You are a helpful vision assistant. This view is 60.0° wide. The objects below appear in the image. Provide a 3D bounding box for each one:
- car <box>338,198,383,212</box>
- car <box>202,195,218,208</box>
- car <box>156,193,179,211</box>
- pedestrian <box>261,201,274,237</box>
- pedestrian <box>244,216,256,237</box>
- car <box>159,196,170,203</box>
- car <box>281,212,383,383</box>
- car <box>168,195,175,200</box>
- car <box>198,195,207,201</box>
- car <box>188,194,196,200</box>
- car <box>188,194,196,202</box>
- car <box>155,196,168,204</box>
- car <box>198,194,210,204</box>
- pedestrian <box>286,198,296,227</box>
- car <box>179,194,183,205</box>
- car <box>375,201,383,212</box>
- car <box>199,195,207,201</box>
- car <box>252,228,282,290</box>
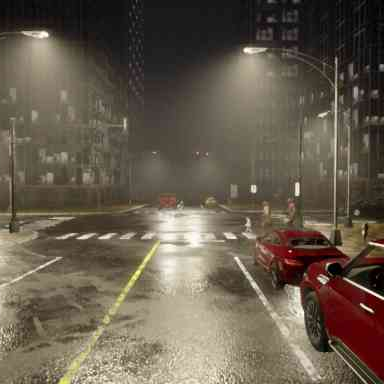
[{"bbox_3d":[15.651,1.356,29.844,4.892,1.490,1.837,0,1,-5],"label":"car"},{"bbox_3d":[2.808,1.495,48.331,1.752,1.417,4.829,-1,0,0],"label":"car"},{"bbox_3d":[-3.007,1.197,41.100,2.150,2.045,5.566,0,0,-2],"label":"car"},{"bbox_3d":[3.597,1.286,15.949,0.375,1.860,0.375,-1,1,0],"label":"pedestrian"},{"bbox_3d":[2.873,1.665,16.551,0.500,1.100,0.500,-1,1,0],"label":"pedestrian"},{"bbox_3d":[-5.667,1.509,69.636,1.947,1.339,4.313,-1,0,0],"label":"car"},{"bbox_3d":[2.672,1.314,3.168,2.192,1.841,5.009,-1,0,0],"label":"car"},{"bbox_3d":[-5.665,1.491,92.331,1.802,1.307,4.206,-1,0,0],"label":"car"},{"bbox_3d":[2.682,1.469,86.595,2.008,1.369,4.403,-1,0,0],"label":"car"},{"bbox_3d":[0.003,1.232,84.229,1.882,1.535,5.008,0,0,0],"label":"car"},{"bbox_3d":[0.003,1.524,74.255,1.895,1.301,4.718,0,0,0],"label":"car"},{"bbox_3d":[-5.837,1.517,63.962,1.947,1.339,4.313,-1,0,0],"label":"car"},{"bbox_3d":[2.715,1.267,63.412,2.192,1.841,5.009,-1,0,0],"label":"car"},{"bbox_3d":[4.597,1.132,15.271,0.375,1.860,0.375,-1,1,0],"label":"pedestrian"},{"bbox_3d":[-3.067,1.435,59.323,1.882,1.535,5.008,0,0,0],"label":"car"},{"bbox_3d":[16.129,1.537,24.069,4.313,1.339,1.947,0,1,-5],"label":"car"},{"bbox_3d":[2.681,1.493,80.922,1.947,1.339,4.313,-1,0,0],"label":"car"},{"bbox_3d":[2.679,1.578,8.793,1.802,1.307,4.206,-1,0,0],"label":"car"}]
